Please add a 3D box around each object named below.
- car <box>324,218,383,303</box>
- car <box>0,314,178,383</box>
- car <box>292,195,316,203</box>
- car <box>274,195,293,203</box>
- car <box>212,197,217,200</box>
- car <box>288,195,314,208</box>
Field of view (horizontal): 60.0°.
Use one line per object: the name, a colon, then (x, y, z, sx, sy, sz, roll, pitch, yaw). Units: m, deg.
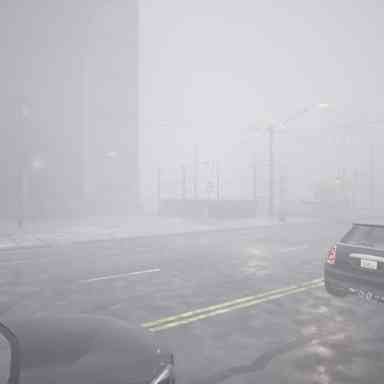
car: (5.001, 1.352, 7.357, 4.553, 1.767, 2.097, 0, 0, -35)
car: (-2.258, 1.526, 2.150, 4.674, 1.442, 1.812, 0, 0, -35)
car: (21.907, 1.420, 64.929, 4.674, 1.452, 2.002, 0, 0, -36)
car: (19.002, 1.452, 68.932, 3.806, 1.475, 1.970, 0, 0, -36)
car: (4.259, 1.575, 60.449, 4.718, 1.301, 1.895, 0, 0, -36)
car: (14.988, 1.254, 45.871, 4.553, 1.767, 2.185, 0, 0, -36)
